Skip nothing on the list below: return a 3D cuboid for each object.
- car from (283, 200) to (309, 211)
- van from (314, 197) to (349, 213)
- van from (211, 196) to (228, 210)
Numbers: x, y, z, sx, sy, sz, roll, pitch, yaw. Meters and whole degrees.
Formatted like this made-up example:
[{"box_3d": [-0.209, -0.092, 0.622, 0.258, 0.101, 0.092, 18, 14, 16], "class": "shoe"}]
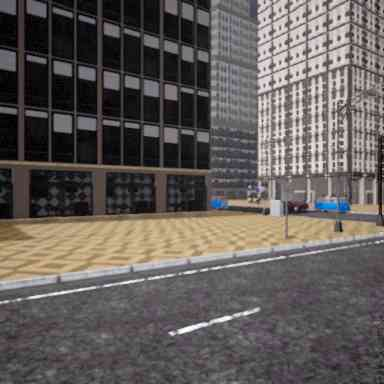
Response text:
[{"box_3d": [13.122, 1.699, 43.577, 1.887, 1.381, 4.507, 0, 0, -34], "class": "car"}, {"box_3d": [16.304, 1.520, 39.042, 1.690, 1.788, 3.998, 0, 0, -34], "class": "van"}, {"box_3d": [3.061, 1.463, 43.448, 1.690, 1.788, 3.998, 0, 0, -34], "class": "van"}]
